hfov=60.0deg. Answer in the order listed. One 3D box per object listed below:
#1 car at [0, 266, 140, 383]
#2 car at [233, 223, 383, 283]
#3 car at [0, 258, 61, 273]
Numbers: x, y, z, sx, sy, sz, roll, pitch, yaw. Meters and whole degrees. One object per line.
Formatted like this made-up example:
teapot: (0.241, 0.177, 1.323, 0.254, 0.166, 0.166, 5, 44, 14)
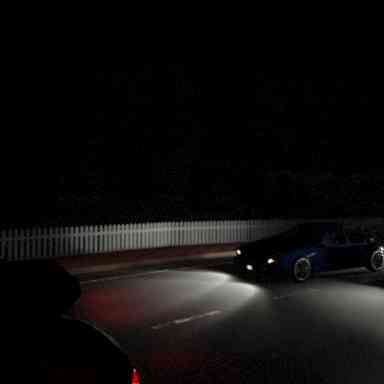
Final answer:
car: (-2.386, 1.555, 2.021, 4.181, 1.385, 1.994, 1, -1, -34)
car: (3.924, 1.656, 10.057, 5.357, 1.411, 2.033, 1, 0, -26)
car: (-4.301, 1.594, 4.989, 4.718, 1.301, 1.895, 1, 0, -34)
